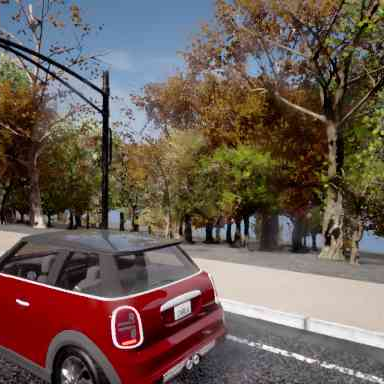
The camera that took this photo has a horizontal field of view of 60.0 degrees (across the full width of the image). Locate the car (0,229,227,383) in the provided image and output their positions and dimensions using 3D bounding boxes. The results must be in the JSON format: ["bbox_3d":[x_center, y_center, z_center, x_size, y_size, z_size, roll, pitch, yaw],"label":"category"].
[{"bbox_3d":[-1.832,1.351,4.992,4.553,1.767,2.097,0,0,36],"label":"car"}]
